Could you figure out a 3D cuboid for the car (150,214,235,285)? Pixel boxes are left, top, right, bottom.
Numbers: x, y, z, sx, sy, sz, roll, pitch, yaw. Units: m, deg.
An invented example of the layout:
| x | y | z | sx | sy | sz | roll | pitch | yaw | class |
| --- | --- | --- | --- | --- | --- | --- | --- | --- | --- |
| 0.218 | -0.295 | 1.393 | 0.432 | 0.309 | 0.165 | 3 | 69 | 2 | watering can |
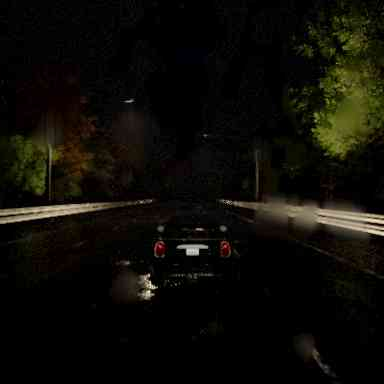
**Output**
| x | y | z | sx | sy | sz | roll | pitch | yaw | class |
| --- | --- | --- | --- | --- | --- | --- | --- | --- | --- |
| 0.004 | 1.456 | 10.005 | 2.097 | 1.767 | 4.553 | 0 | 0 | 0 | car |
